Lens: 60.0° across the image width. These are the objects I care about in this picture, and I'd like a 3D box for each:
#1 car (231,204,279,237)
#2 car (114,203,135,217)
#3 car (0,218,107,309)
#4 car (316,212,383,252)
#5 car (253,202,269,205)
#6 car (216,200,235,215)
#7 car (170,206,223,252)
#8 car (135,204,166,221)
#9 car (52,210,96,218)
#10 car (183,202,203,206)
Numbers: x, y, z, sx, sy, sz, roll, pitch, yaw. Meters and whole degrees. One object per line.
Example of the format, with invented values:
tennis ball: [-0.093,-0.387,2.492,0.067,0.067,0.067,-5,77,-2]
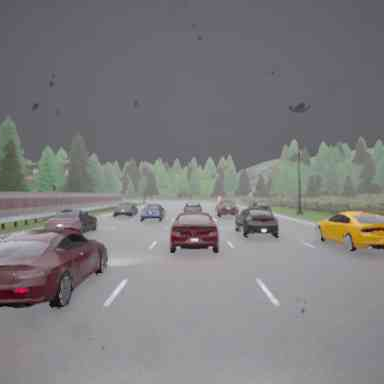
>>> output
car: [3.596,1.674,19.013,1.837,1.490,4.892,0,0,0]
car: [-6.906,1.875,35.143,1.994,1.385,4.181,0,-1,0]
car: [-3.416,1.596,7.929,1.812,1.442,4.674,0,0,0]
car: [7.094,1.607,14.541,1.882,1.535,5.008,0,0,0]
car: [7.095,1.814,34.808,1.837,1.490,4.892,0,0,0]
car: [3.594,1.660,34.764,2.097,1.767,4.553,0,0,0]
car: [0.094,1.607,14.537,1.882,1.535,5.008,0,0,0]
car: [-3.405,1.811,29.747,2.033,1.411,5.357,0,-1,0]
car: [-6.903,1.736,19.375,1.994,1.385,4.181,0,0,0]
car: [0.094,1.801,35.031,2.128,1.511,4.902,0,-1,0]
